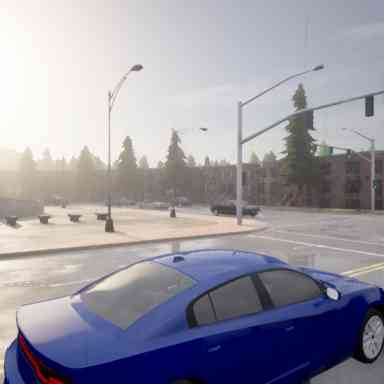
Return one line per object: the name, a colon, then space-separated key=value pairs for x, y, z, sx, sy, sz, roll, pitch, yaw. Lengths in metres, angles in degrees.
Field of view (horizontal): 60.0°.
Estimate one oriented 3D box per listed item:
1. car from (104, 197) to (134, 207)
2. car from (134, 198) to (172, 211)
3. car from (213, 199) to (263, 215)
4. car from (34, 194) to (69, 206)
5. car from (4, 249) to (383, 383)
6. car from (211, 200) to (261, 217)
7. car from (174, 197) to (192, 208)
car: x=-11.005 y=1.548 z=50.970 sx=5.357 sy=1.411 sz=2.033 roll=0 pitch=0 yaw=31
car: x=-4.820 y=1.601 z=41.679 sx=4.718 sy=1.301 sz=1.895 roll=0 pitch=0 yaw=45
car: x=4.782 y=1.547 z=35.268 sx=2.033 sy=1.411 sz=5.357 roll=0 pitch=0 yaw=-36
car: x=-22.148 y=1.261 z=52.352 sx=5.566 sy=2.045 sz=2.150 roll=0 pitch=0 yaw=16
car: x=0.528 y=1.478 z=4.175 sx=5.008 sy=1.535 sz=1.882 roll=0 pitch=0 yaw=-35
car: x=3.823 y=1.478 z=30.620 sx=1.882 sy=1.535 sz=5.008 roll=0 pitch=0 yaw=-36
car: x=-2.140 y=1.505 z=48.905 sx=4.892 sy=1.490 sz=1.837 roll=0 pitch=0 yaw=43
